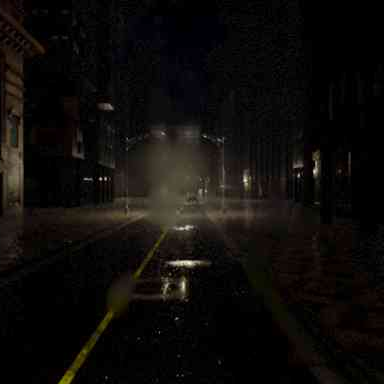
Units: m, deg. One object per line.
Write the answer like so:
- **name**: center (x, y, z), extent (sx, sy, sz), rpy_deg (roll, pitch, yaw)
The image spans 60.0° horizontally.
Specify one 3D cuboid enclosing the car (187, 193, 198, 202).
- **car**: center (0.038, 1.195, 72.269), extent (2.150, 2.045, 5.566), rpy_deg (0, 0, 0)
